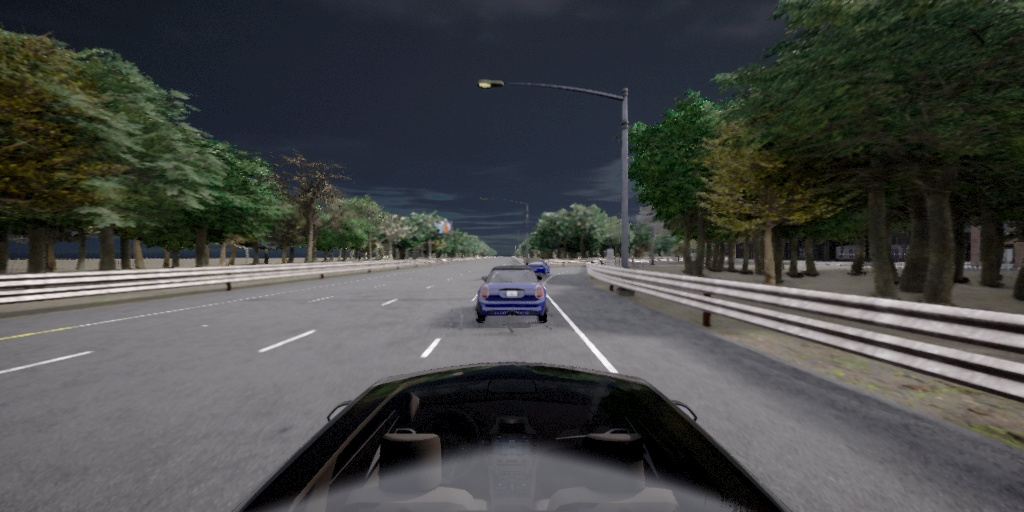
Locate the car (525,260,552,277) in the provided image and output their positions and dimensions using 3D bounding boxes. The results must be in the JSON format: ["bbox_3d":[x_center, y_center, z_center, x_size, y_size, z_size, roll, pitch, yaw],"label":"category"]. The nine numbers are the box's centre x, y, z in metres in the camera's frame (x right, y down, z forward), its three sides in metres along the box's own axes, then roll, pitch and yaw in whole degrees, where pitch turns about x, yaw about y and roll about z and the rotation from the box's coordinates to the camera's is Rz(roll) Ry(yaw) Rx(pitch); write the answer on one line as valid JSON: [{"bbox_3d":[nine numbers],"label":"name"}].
[{"bbox_3d":[2.806,1.208,36.957,1.882,1.535,5.008,0,0,14],"label":"car"}]

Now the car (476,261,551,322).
[{"bbox_3d":[0.007,1.091,12.343,2.097,1.767,4.553,0,0,0],"label":"car"}]
